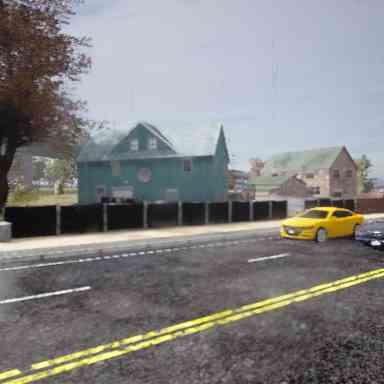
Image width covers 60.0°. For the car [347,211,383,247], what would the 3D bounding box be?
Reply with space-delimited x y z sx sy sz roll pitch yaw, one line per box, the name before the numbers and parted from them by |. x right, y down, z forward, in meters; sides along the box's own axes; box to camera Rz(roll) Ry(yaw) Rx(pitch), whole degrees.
car | 9.182 1.571 14.224 5.357 1.411 2.033 0 0 -35

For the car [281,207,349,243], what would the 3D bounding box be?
car | 6.467 1.499 16.279 5.008 1.535 1.882 0 0 -35
